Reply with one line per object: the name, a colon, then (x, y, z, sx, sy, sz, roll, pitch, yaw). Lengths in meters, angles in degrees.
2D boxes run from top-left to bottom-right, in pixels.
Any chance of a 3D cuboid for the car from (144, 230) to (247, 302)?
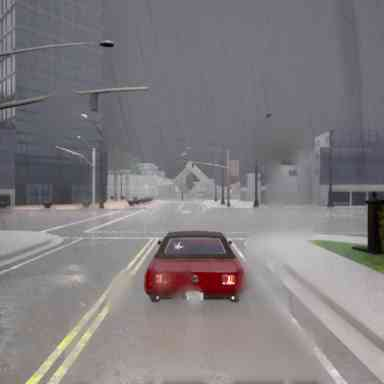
car: (0.070, 1.600, 8.214, 1.895, 1.301, 4.718, 0, 0, 0)
